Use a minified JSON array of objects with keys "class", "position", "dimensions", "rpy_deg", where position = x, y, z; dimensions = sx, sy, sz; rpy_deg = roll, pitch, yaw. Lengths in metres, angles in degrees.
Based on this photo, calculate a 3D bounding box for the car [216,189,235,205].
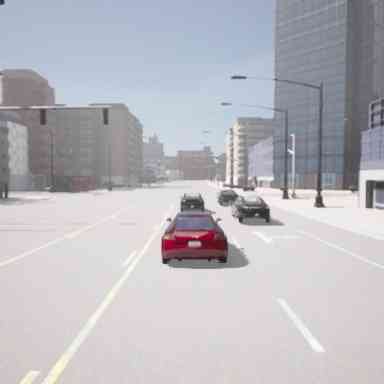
[{"class":"car","position":[3.500,0.484,33.143],"dimensions":[1.837,1.490,4.892],"rpy_deg":[0,2,0]}]

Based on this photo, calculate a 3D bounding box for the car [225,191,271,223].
[{"class":"car","position":[3.542,0.978,20.645],"dimensions":[2.128,1.511,4.902],"rpy_deg":[0,2,0]}]

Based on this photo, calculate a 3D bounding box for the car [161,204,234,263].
[{"class":"car","position":[0.066,1.339,11.139],"dimensions":[1.994,1.385,4.181],"rpy_deg":[0,2,0]}]

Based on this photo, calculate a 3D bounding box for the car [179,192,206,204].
[{"class":"car","position":[0.019,0.759,25.973],"dimensions":[2.128,1.511,4.902],"rpy_deg":[0,2,0]}]
